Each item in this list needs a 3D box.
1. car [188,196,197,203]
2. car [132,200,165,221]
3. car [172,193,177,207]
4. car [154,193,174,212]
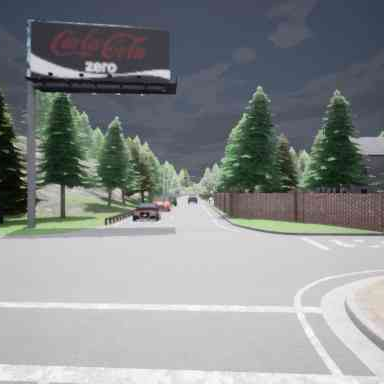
[{"bbox_3d":[0.146,1.502,67.207,1.837,1.490,4.892,0,0,0],"label":"car"},{"bbox_3d":[-3.553,1.563,26.821,1.994,1.385,4.181,0,0,-1],"label":"car"},{"bbox_3d":[-3.537,1.218,53.229,2.150,2.045,5.566,0,0,0],"label":"car"},{"bbox_3d":[-3.572,1.350,38.288,2.097,1.767,4.553,0,0,0],"label":"car"}]
